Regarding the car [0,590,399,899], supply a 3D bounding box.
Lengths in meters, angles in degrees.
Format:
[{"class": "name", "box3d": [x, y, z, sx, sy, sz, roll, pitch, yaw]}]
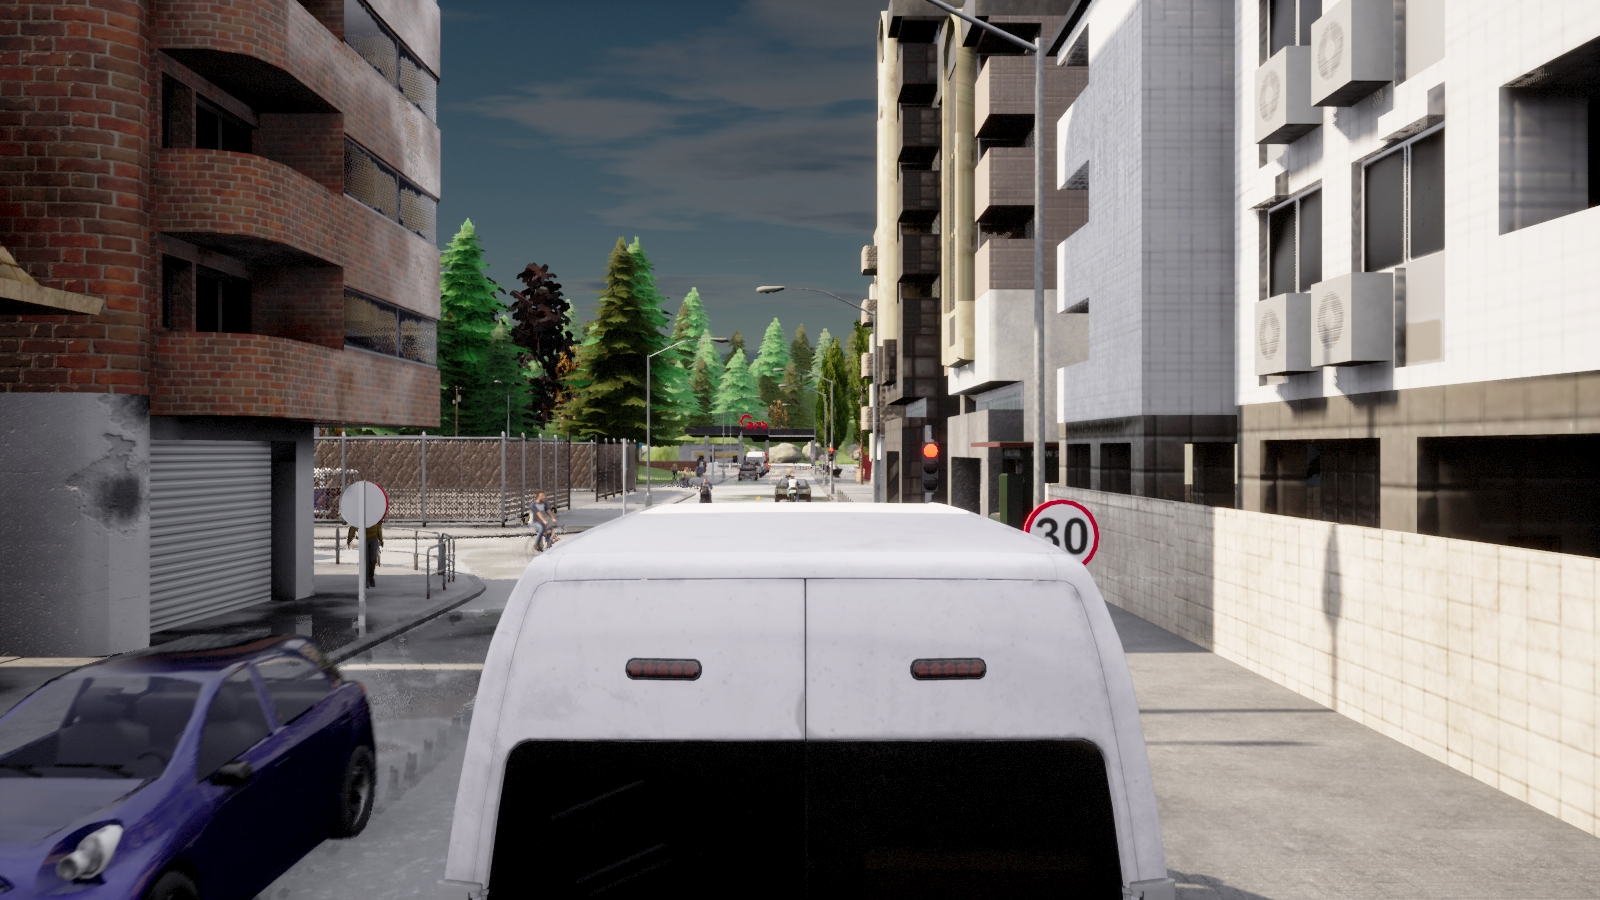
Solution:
[{"class": "car", "box3d": [-3.982, 1.816, 6.915, 1.845, 1.501, 3.633, 0, 0, 0]}]

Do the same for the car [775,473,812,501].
[{"class": "car", "box3d": [-0.339, 1.912, 60.159, 1.895, 1.301, 4.718, 0, 0, 0]}]

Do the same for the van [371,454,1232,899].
[{"class": "van", "box3d": [-0.009, 1.312, 5.597, 1.988, 2.561, 5.915, 0, 0, 0]}]

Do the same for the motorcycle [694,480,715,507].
[{"class": "motorcycle", "box3d": [-4.334, 1.973, 52.180, 0.803, 1.145, 2.033, 0, 0, 0]}]

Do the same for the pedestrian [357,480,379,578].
[{"class": "pedestrian", "box3d": [-8.305, 1.507, 21.968, 0.375, 1.860, 0.375, 0, 0, -22]}]

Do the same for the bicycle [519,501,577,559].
[{"class": "bicycle", "box3d": [-6.112, 1.925, 27.650, 1.643, 1.296, 0.373, 0, 4, 39]}]
